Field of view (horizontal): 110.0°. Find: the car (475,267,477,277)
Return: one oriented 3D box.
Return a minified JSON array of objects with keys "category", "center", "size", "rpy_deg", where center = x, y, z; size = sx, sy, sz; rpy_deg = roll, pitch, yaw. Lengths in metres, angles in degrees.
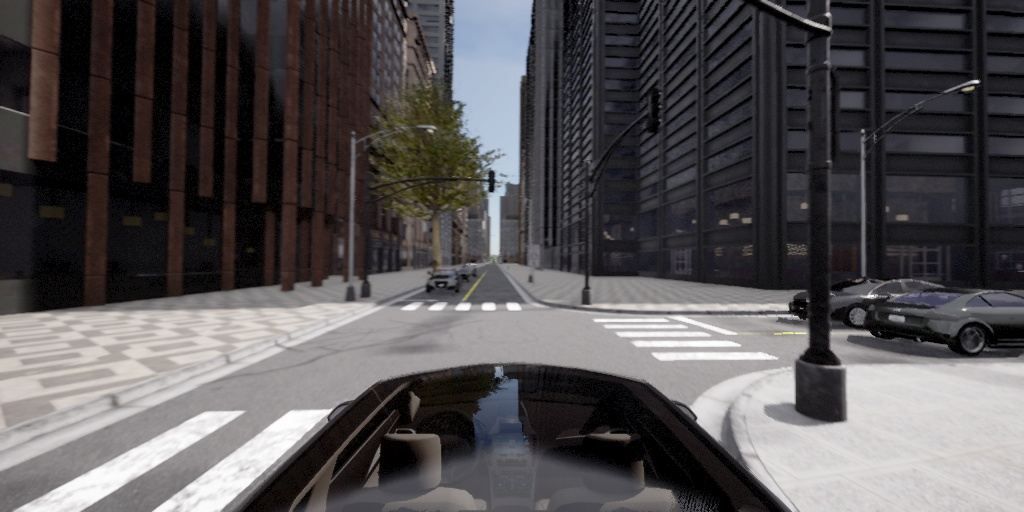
[{"category":"car","center":[-5.213,1.745,43.356],"size":[2.128,1.511,4.902],"rpy_deg":[1,-1,-3]}]

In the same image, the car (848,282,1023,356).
[{"category":"car","center":[11.115,1.460,8.605],"size":[4.181,1.385,1.994],"rpy_deg":[0,-1,-3]}]

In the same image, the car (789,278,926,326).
[{"category":"car","center":[11.811,1.457,11.746],"size":[4.892,1.490,1.837],"rpy_deg":[0,-1,-3]}]

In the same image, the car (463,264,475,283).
[{"category":"car","center":[-4.717,1.710,32.969],"size":[1.895,1.301,4.718],"rpy_deg":[1,-1,-3]}]

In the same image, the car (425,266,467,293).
[{"category":"car","center":[-4.227,1.544,22.929],"size":[1.994,1.385,4.181],"rpy_deg":[1,-1,-3]}]
